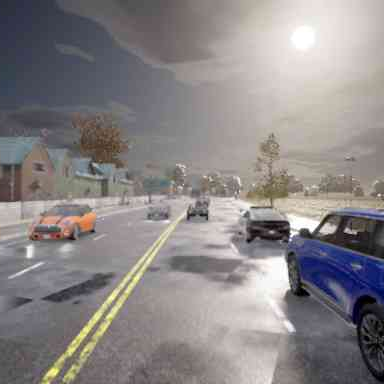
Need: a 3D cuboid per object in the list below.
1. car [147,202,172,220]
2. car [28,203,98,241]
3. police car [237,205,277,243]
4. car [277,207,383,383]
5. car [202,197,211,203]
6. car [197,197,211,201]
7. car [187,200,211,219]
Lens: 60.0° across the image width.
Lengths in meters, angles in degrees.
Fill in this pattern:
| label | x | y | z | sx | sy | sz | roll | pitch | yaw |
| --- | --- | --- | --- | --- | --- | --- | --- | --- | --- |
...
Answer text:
| label | x | y | z | sx | sy | sz | roll | pitch | yaw |
| --- | --- | --- | --- | --- | --- | --- | --- | --- | --- |
| car | -2.826 | 1.638 | 29.787 | 1.812 | 1.442 | 4.674 | 0 | 0 | 2 |
| car | -6.417 | 1.412 | 17.052 | 2.097 | 1.767 | 4.553 | 0 | 0 | 1 |
| police car | 3.403 | 1.490 | 16.587 | 1.930 | 1.638 | 5.238 | 0 | 0 | 1 |
| car | 3.264 | 1.245 | 5.564 | 2.150 | 2.045 | 5.566 | 0 | 0 | 0 |
| car | 3.423 | 1.882 | 78.588 | 2.033 | 1.411 | 5.357 | 0 | 0 | 5 |
| car | 1.579 | 1.559 | 51.577 | 2.097 | 1.767 | 4.553 | 0 | 0 | 3 |
| car | 0.556 | 1.717 | 30.287 | 1.895 | 1.301 | 4.718 | 0 | 0 | 2 |
